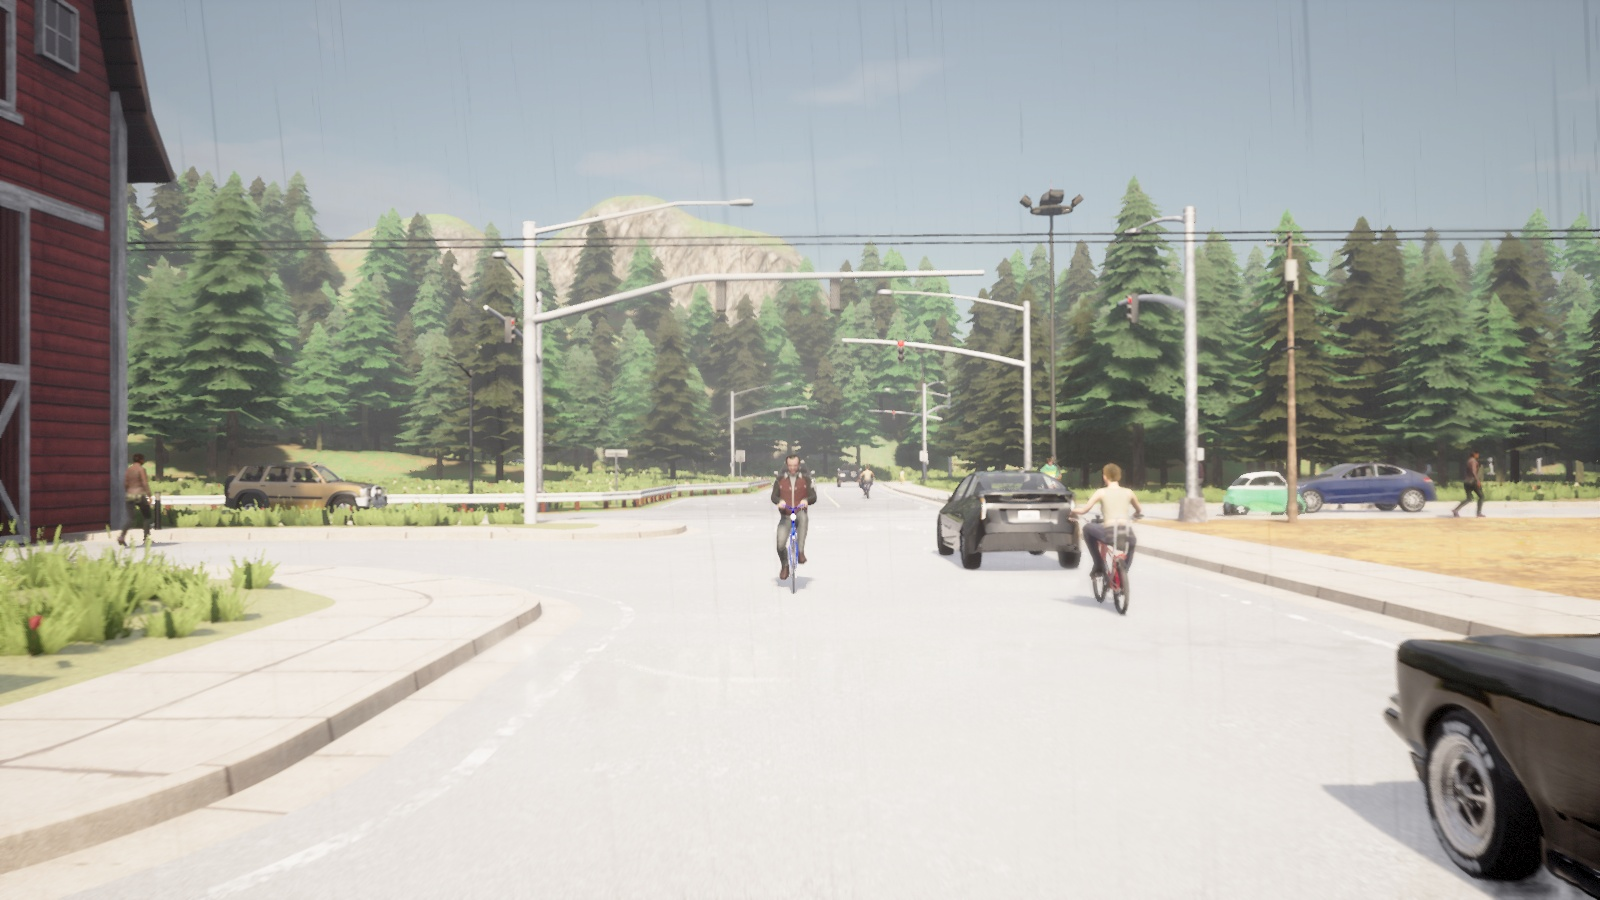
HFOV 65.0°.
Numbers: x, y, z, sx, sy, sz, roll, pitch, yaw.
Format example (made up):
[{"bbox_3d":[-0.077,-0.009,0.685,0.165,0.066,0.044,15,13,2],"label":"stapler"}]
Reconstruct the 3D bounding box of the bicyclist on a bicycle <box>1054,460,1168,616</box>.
[{"bbox_3d":[3.433,0.932,13.994,0.866,1.612,1.509,-1,0,0],"label":"bicyclist on a bicycle"}]

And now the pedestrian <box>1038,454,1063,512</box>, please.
[{"bbox_3d":[8.525,1.110,42.768,0.659,1.952,0.873,-1,-1,0],"label":"pedestrian"}]

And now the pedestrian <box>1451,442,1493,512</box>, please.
[{"bbox_3d":[17.415,0.693,32.536,0.869,1.805,0.328,-1,-1,3],"label":"pedestrian"}]

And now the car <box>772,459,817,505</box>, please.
[{"bbox_3d":[-0.236,1.416,57.179,1.932,1.855,4.605,-1,1,0],"label":"car"}]

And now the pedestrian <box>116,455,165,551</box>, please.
[{"bbox_3d":[-12.683,1.002,24.155,0.328,1.805,0.869,-1,-1,14],"label":"pedestrian"}]

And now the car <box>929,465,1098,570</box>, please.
[{"bbox_3d":[3.405,1.030,20.916,2.007,1.525,4.514,-1,-1,0],"label":"car"}]

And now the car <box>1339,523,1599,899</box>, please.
[{"bbox_3d":[3.475,0.960,3.473,1.895,1.301,4.718,-1,-1,0],"label":"car"}]

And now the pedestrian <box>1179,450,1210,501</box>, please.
[{"bbox_3d":[14.379,0.933,45.787,0.899,1.844,0.634,-1,-1,5],"label":"pedestrian"}]

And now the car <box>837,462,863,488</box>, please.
[{"bbox_3d":[3.749,1.848,94.474,1.932,1.855,4.605,-1,-1,2],"label":"car"}]

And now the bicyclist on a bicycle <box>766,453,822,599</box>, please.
[{"bbox_3d":[-0.078,0.948,16.278,0.659,1.776,1.843,-1,-1,0],"label":"bicyclist on a bicycle"}]

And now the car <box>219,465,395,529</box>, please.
[{"bbox_3d":[-15.083,1.414,38.600,4.605,1.855,1.932,1,-1,1],"label":"car"}]

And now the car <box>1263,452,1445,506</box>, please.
[{"bbox_3d":[18.285,0.947,41.629,5.027,1.651,2.152,-1,-1,1],"label":"car"}]

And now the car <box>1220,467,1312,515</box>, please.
[{"bbox_3d":[14.117,1.237,38.113,2.207,1.376,1.481,-1,-1,-1],"label":"car"}]
